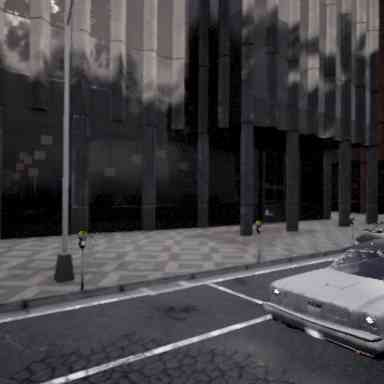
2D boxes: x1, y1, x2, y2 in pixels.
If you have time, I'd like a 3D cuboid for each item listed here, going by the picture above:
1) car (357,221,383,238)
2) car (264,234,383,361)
[{"bbox_3d":[7.570,1.686,12.054,4.403,1.369,2.008,1,0,-36],"label":"car"},{"bbox_3d":[3.486,1.665,5.867,4.718,1.301,1.895,1,0,-35],"label":"car"}]
